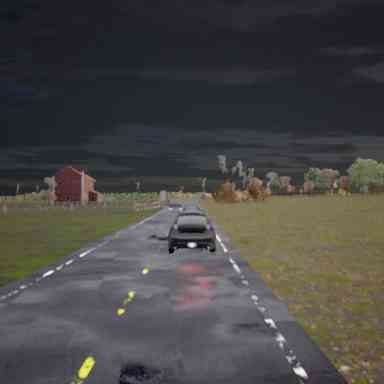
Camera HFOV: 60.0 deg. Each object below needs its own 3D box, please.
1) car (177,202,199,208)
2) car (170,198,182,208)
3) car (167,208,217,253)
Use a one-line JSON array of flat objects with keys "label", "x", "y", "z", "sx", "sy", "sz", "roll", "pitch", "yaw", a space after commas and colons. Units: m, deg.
[{"label": "car", "x": 0.000, "y": 1.847, "z": 29.321, "sx": 1.994, "sy": 1.385, "sz": 4.181, "roll": 0, "pitch": 0, "yaw": 0}, {"label": "car", "x": -2.758, "y": 1.920, "z": 58.561, "sx": 2.097, "sy": 1.767, "sz": 4.553, "roll": 0, "pitch": 0, "yaw": 0}, {"label": "car", "x": 0.001, "y": 1.645, "z": 14.289, "sx": 1.837, "sy": 1.490, "sz": 4.892, "roll": 0, "pitch": 0, "yaw": 0}]
